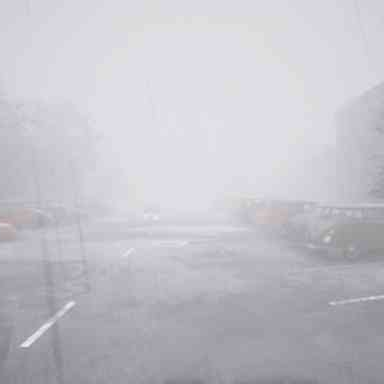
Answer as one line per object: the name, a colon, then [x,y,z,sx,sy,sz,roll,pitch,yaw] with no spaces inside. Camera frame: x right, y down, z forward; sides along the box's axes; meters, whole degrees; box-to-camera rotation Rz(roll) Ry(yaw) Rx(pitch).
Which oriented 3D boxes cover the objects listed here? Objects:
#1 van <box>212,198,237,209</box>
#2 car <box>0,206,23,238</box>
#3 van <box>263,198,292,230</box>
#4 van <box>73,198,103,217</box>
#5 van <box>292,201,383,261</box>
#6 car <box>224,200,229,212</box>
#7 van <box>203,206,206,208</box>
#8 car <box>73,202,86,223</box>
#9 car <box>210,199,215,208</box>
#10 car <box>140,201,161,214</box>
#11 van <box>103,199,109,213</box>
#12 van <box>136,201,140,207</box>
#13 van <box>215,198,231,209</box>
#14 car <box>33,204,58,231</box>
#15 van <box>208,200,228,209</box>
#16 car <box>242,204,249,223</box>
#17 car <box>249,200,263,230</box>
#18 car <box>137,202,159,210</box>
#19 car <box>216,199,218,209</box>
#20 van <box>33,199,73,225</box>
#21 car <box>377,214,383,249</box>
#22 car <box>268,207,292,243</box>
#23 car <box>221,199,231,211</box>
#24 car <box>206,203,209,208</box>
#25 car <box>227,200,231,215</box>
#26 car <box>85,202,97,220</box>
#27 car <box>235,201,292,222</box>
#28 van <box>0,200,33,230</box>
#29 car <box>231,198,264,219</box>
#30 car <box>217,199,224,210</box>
van: [6.456,2.254,65.422,4.442,1.987,1.878,2,-3,-20]
car: [-11.225,1.648,15.629,5.366,1.575,1.946,-1,-1,-20]
van: [6.526,1.464,18.500,4.442,1.987,1.878,1,-1,-20]
van: [-11.511,1.658,33.186,4.442,1.987,1.878,0,-1,-20]
van: [6.311,1.391,12.545,4.442,1.987,1.878,1,0,-20]
car: [6.381,1.953,36.045,4.792,1.488,2.163,1,-1,-20]
van: [6.192,4.014,91.730,4.442,1.987,1.878,3,-6,-21]
car: [-11.402,1.841,27.341,4.674,1.452,2.002,-1,-1,-20]
car: [6.225,2.183,53.585,5.366,1.575,1.946,1,-1,-20]
car: [-5.006,2.097,42.327,1.994,1.385,4.181,0,-1,0]
van: [-11.294,1.699,36.219,4.442,1.987,1.878,0,-1,-20]
van: [-11.504,3.234,82.068,4.442,1.987,1.878,1,-4,-21]
van: [6.300,1.917,50.674,4.442,1.987,1.878,1,-1,-20]
car: [-11.395,1.763,21.447,4.674,1.452,2.002,-1,0,-20]
van: [6.336,3.057,80.037,4.442,1.987,1.878,2,-5,-20]
car: [6.417,1.801,24.317,4.674,1.452,2.002,1,-1,-20]
car: [6.387,1.596,21.381,4.553,1.767,2.185,1,-1,-20]
car: [-11.667,3.701,88.012,5.566,2.045,2.435,1,-5,-21]
car: [6.437,2.131,47.793,4.792,1.488,2.163,1,-1,-20]
van: [-11.295,1.535,24.443,4.442,1.987,1.878,-1,-1,-20]
car: [6.449,1.431,6.728,4.553,1.767,2.185,1,0,-20]
car: [6.409,1.652,15.521,5.008,1.535,2.097,1,-1,-20]
car: [6.587,1.967,39.050,5.366,1.575,1.946,1,-1,-20]
car: [6.476,2.739,71.285,5.366,1.575,1.946,2,-3,-20]
car: [6.406,1.882,33.119,4.892,1.521,2.231,1,-1,-20]
car: [-11.405,1.881,30.286,4.674,1.452,2.002,-1,-1,-20]
car: [6.449,1.714,30.190,4.553,1.767,2.185,1,-1,-20]
van: [-11.510,1.463,18.468,4.442,1.987,1.878,-1,0,-20]
car: [6.443,1.549,27.269,5.566,2.045,2.435,1,-1,-20]
car: [6.588,2.056,44.911,5.366,1.575,1.946,1,-1,-20]
